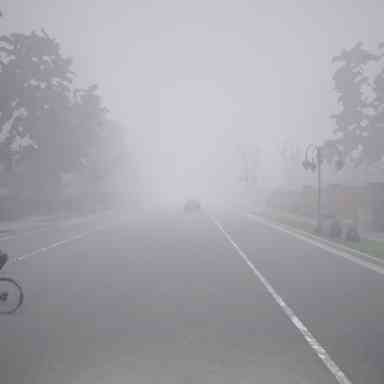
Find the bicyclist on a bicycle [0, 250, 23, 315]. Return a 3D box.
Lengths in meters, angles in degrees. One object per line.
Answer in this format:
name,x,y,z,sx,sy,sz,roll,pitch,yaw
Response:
bicyclist on a bicycle,-3.915,1.453,6.080,1.656,1.620,0.582,0,0,0

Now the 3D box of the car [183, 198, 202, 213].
car,0.044,1.488,36.417,2.128,1.511,4.902,0,0,0

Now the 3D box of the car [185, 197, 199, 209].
car,-0.020,1.503,46.423,1.812,1.442,4.674,0,0,0
